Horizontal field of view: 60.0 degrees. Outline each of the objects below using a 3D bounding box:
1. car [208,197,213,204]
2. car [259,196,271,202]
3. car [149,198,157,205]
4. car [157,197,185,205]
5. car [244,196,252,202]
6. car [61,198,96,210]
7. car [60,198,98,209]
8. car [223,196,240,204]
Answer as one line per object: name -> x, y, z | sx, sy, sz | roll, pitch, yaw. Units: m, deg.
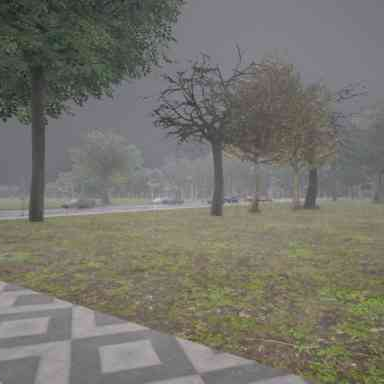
car -> 4.924, 1.669, 66.874 | 1.994, 1.385, 4.181 | -1, -1, 35
car -> 17.282, 1.671, 78.852 | 1.994, 1.385, 4.181 | -1, -1, 35
car -> -6.095, 1.714, 62.741 | 1.812, 1.442, 4.674 | -1, -1, 35
car -> -3.444, 1.676, 60.861 | 2.033, 1.411, 5.357 | -1, -1, 35
car -> 14.028, 1.675, 79.882 | 1.812, 1.442, 4.674 | -1, -1, 35
car -> -15.250, 1.642, 44.383 | 1.994, 1.385, 4.181 | -1, -1, 35
car -> -16.338, 1.609, 48.463 | 2.128, 1.511, 4.902 | -1, -1, 35
car -> 7.582, 1.574, 65.003 | 1.837, 1.490, 4.892 | -1, -1, 35
